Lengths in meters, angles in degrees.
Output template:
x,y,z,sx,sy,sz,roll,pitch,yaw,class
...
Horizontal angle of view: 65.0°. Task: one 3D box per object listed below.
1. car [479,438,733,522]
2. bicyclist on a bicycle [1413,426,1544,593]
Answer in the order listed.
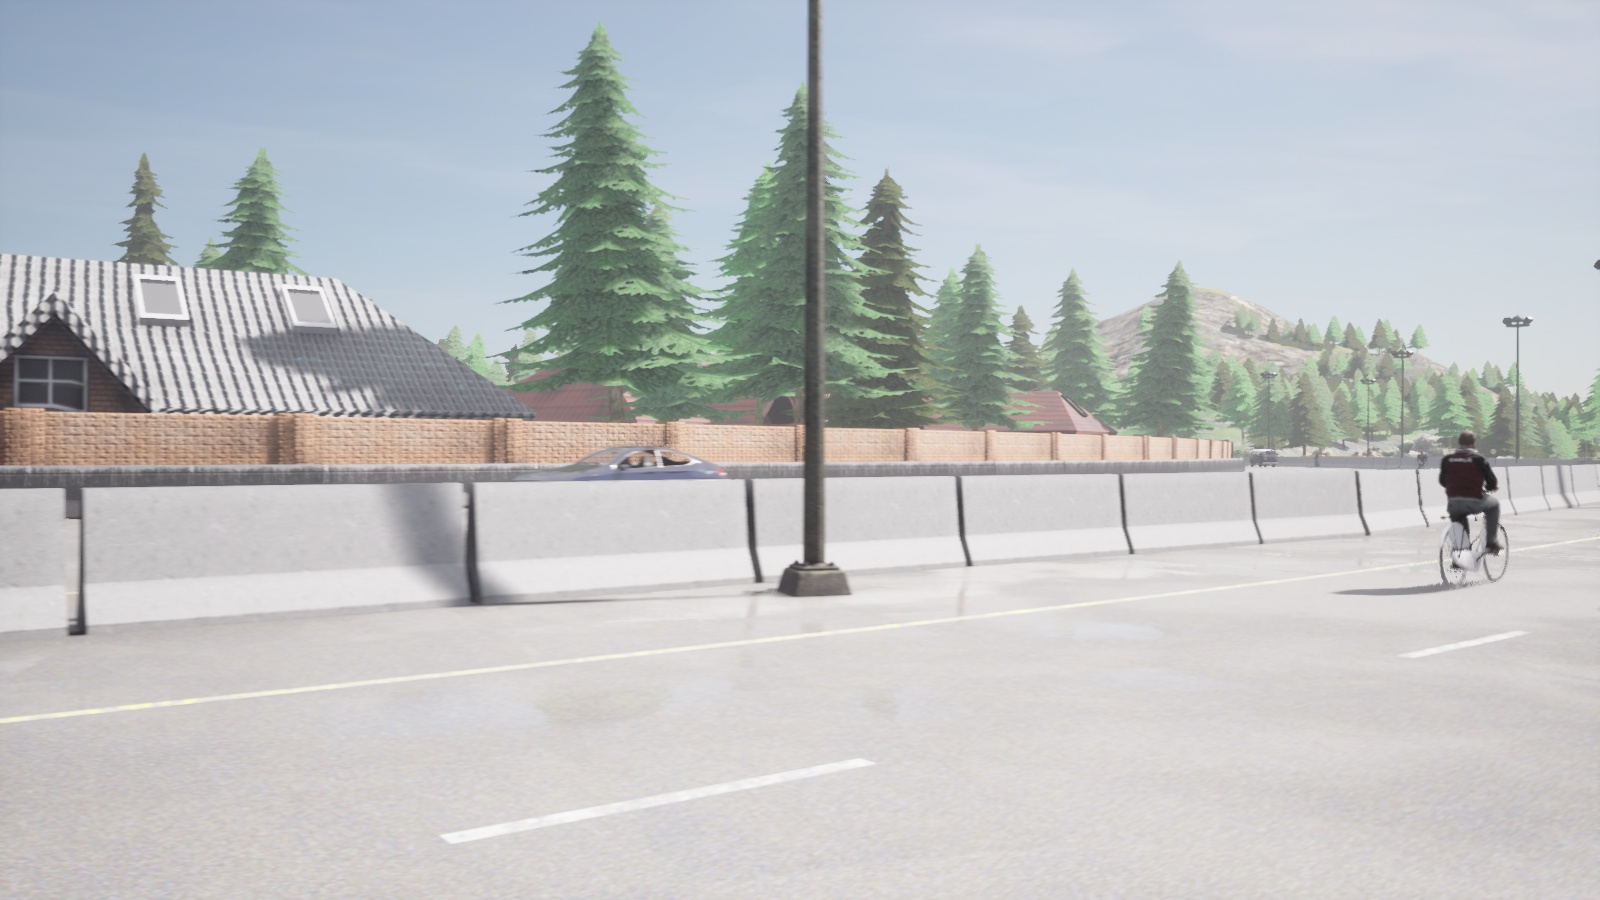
x,y,z,sx,sy,sz,roll,pitch,yaw,class
-4.106,0.601,27.119,5.027,1.651,2.152,0,0,-40,car
7.712,0.635,14.233,1.843,1.776,0.659,0,-1,-40,bicyclist on a bicycle
